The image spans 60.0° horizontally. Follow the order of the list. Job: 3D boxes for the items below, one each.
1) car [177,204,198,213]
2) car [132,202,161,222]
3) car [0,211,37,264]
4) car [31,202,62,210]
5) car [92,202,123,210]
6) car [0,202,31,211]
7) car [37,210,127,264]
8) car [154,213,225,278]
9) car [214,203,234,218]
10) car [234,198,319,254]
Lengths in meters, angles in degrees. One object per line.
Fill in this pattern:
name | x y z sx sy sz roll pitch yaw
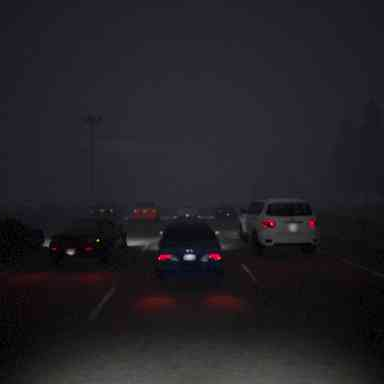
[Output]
car | -0.439 1.810 30.889 1.812 1.442 4.674 0 -1 -1
car | -3.918 1.634 29.371 2.097 1.767 4.553 0 -1 -1
car | -7.110 1.629 12.083 1.812 1.442 4.674 0 -1 -1
car | -18.332 2.095 42.714 1.837 1.490 4.892 0 -1 -1
car | -7.420 1.653 29.508 2.097 1.767 4.553 0 -1 -1
car | -21.814 2.187 41.575 1.895 1.301 4.718 0 -1 -1
car | -3.610 1.611 12.147 1.812 1.442 4.674 0 -1 -1
car | -0.086 1.601 10.342 2.033 1.411 5.357 0 0 -1
car | 3.060 1.793 30.961 1.812 1.442 4.674 0 -1 -1
car | 3.365 1.283 13.880 2.150 2.045 5.566 0 -1 -1
